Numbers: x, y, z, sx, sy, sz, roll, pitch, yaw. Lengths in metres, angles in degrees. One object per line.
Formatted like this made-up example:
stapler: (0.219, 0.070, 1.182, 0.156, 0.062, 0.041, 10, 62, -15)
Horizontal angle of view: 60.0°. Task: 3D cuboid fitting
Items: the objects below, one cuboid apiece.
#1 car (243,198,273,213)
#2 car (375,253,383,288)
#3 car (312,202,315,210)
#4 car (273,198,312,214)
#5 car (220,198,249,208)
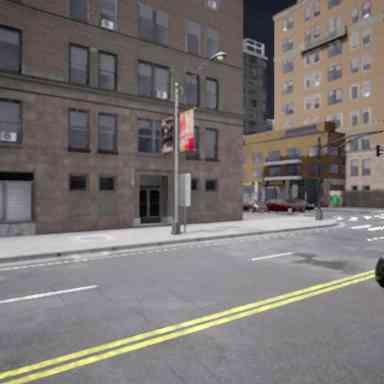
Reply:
car: (6.011, 1.373, 35.056, 1.967, 1.590, 4.097, 0, 0, -35)
car: (6.156, 1.546, 7.823, 4.181, 1.385, 1.994, 0, 0, -36)
car: (12.571, 1.515, 39.678, 1.947, 1.339, 4.313, 0, 0, -35)
car: (9.472, 1.417, 34.545, 1.882, 1.535, 5.008, 0, 0, -35)
car: (6.222, 1.528, 48.689, 1.802, 1.307, 4.206, 0, 0, -35)
